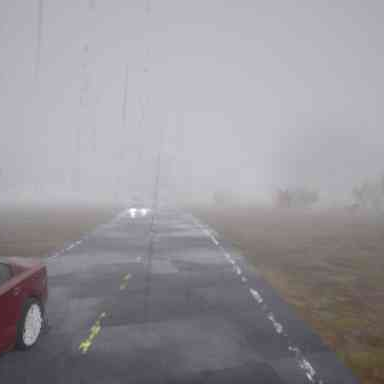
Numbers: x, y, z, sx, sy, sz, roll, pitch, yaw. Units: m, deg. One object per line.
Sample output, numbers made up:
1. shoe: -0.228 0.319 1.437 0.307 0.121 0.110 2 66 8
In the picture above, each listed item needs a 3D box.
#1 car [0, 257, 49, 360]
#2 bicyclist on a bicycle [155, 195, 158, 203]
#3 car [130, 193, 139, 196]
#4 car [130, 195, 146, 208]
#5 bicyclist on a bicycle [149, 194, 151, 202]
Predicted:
1. car: -3.185 1.471 3.298 1.882 1.535 5.008 0 0 -1
2. bicyclist on a bicycle: -6.608 1.299 61.602 0.582 1.620 1.656 0 0 -14
3. car: -15.039 0.974 87.667 2.097 1.767 4.553 0 0 -20
4. car: -7.246 1.486 45.422 1.895 1.301 4.718 0 0 -10
5. bicyclist on a bicycle: -8.884 1.283 70.391 0.582 1.620 1.656 0 0 -16
